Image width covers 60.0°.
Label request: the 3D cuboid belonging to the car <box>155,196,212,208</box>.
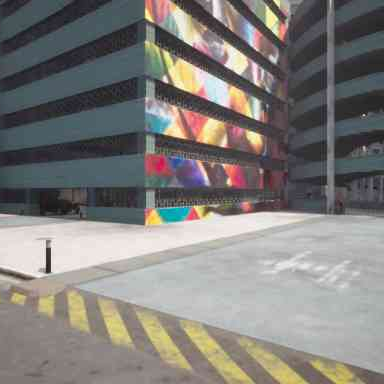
[{"bbox_3d":[-0.974,1.320,29.317,4.674,1.452,2.002,0,0,36],"label":"car"}]

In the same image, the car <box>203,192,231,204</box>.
[{"bbox_3d":[4.147,1.028,57.740,5.566,2.045,2.435,0,0,36],"label":"car"}]

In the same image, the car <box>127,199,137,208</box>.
[{"bbox_3d":[-6.083,1.463,42.305,4.718,1.301,1.895,0,0,36],"label":"car"}]

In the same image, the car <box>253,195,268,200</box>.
[{"bbox_3d":[18.588,1.481,90.391,4.892,1.521,2.231,0,0,36],"label":"car"}]

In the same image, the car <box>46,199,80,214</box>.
[{"bbox_3d":[-13.256,1.413,33.178,4.786,1.482,2.161,0,0,36],"label":"car"}]
